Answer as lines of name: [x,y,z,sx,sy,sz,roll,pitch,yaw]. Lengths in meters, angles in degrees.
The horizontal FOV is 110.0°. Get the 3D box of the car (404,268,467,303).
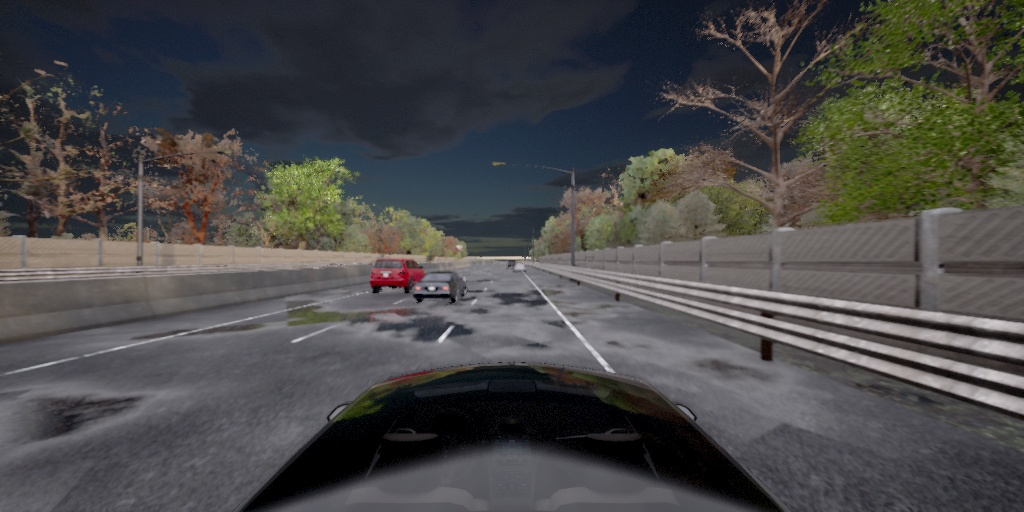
car: [-3.406,1.445,17.720,2.033,1.411,5.357,0,0,0]

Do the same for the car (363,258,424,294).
car: [-6.908,1.161,22.303,2.150,2.045,5.566,0,-1,0]

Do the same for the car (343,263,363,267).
car: [-21.070,1.695,50.175,2.128,1.511,4.902,0,-1,0]

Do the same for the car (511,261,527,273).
car: [1.205,1.786,55.128,1.812,1.442,4.674,0,-1,0]

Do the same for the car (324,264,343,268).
car: [-24.563,1.798,49.558,1.895,1.301,4.718,0,-1,1]
